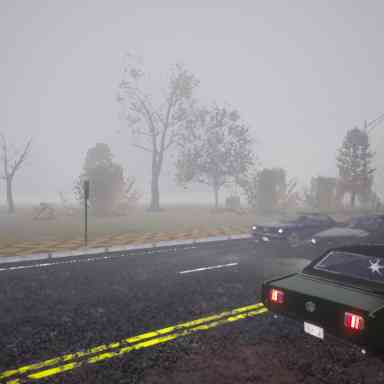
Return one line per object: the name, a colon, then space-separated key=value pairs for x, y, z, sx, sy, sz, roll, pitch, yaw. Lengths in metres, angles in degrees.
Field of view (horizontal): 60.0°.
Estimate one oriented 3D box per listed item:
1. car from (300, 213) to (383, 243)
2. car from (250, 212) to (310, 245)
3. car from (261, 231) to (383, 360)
car: x=6.583 y=1.545 z=12.018 sx=5.357 sy=1.411 sz=2.033 roll=0 pitch=0 yaw=-34
car: x=4.843 y=1.598 z=14.748 sx=4.718 sy=1.301 sz=1.895 roll=0 pitch=0 yaw=-33
car: x=3.494 y=1.600 z=5.795 sx=4.718 sy=1.301 sz=1.895 roll=0 pitch=0 yaw=-35
